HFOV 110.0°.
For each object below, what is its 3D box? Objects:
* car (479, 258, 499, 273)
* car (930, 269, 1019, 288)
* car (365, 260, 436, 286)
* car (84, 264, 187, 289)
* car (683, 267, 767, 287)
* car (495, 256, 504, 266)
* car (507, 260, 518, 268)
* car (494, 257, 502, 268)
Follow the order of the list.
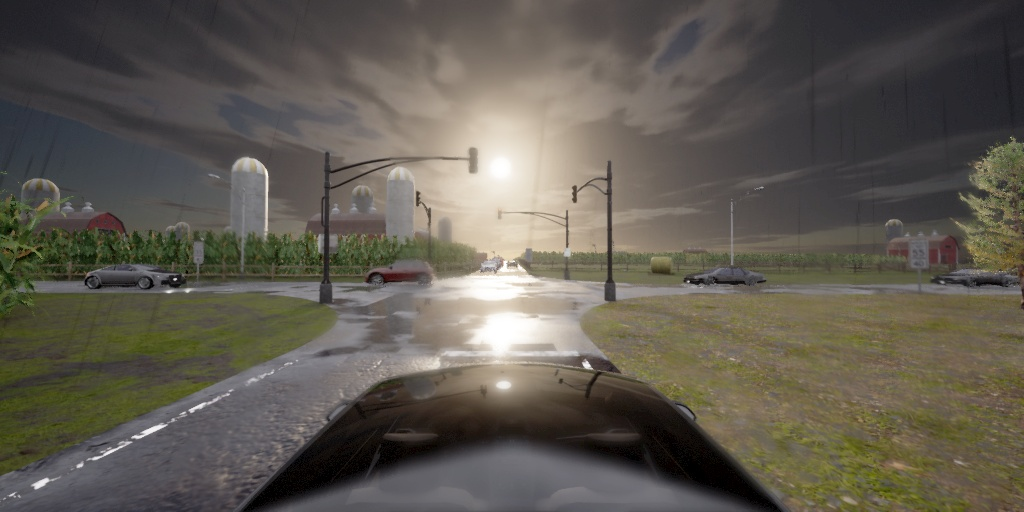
[{"bbox_3d":[-2.799,1.314,43.446,1.812,1.442,4.674,0,0,-1],"label":"car"},{"bbox_3d":[35.549,1.684,27.573,5.357,1.411,2.033,1,-1,-4],"label":"car"},{"bbox_3d":[-7.572,1.084,24.595,4.553,1.767,2.097,0,-1,-3],"label":"car"},{"bbox_3d":[-20.965,1.118,20.094,4.181,1.385,1.994,0,-1,-3],"label":"car"},{"bbox_3d":[15.510,1.498,26.202,5.357,1.411,2.033,0,-1,-2],"label":"car"},{"bbox_3d":[-2.863,1.297,62.624,1.882,1.535,5.008,0,0,0],"label":"car"},{"bbox_3d":[0.041,1.425,64.876,1.895,1.301,4.718,0,0,0],"label":"car"},{"bbox_3d":[-2.849,1.327,52.604,1.812,1.442,4.674,0,0,0],"label":"car"}]
